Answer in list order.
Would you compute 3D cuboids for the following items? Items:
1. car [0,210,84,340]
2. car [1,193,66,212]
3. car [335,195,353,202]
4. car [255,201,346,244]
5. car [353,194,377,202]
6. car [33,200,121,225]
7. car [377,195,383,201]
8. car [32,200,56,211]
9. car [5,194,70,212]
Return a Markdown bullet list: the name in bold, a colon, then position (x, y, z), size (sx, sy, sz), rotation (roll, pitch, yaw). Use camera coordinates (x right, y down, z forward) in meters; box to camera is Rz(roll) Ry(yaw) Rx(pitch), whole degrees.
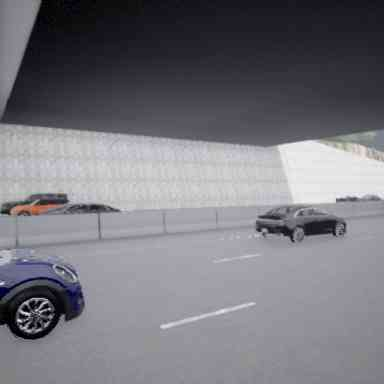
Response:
- **car**: position (-4.083, 1.348, 5.079), size (4.553, 1.767, 2.097), rotation (0, 0, -33)
- **car**: position (-13.243, 1.138, 28.598), size (5.566, 2.045, 2.150), rotation (-1, 0, -33)
- **car**: position (25.184, 1.123, 53.622), size (4.718, 1.301, 1.895), rotation (-1, 0, -33)
- **car**: position (5.063, 1.366, 15.233), size (4.902, 1.511, 2.128), rotation (-1, 0, -33)
- **car**: position (27.050, 1.048, 50.662), size (4.674, 1.442, 1.812), rotation (0, 0, -33)
- **car**: position (-6.736, 1.428, 20.308), size (4.892, 1.490, 1.837), rotation (-1, 0, -33)
- **car**: position (29.043, 1.065, 47.782), size (4.674, 1.442, 1.812), rotation (-1, 0, -33)
- **car**: position (-8.580, 1.481, 23.283), size (4.181, 1.385, 1.994), rotation (-1, 0, -33)
- **car**: position (-11.462, 1.275, 25.580), size (4.553, 1.767, 2.097), rotation (-1, 0, -33)
